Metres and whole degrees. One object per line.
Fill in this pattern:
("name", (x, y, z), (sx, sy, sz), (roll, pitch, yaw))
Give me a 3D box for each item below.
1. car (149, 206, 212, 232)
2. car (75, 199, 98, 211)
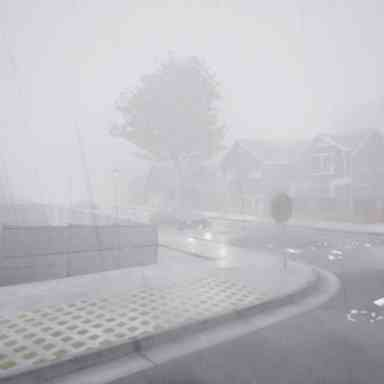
("car", (-0.958, 1.627, 21.550), (2.033, 1.411, 5.357), (-3, 2, -33))
("car", (-13.307, 1.625, 41.636), (2.033, 1.411, 5.357), (-3, 1, -30))
